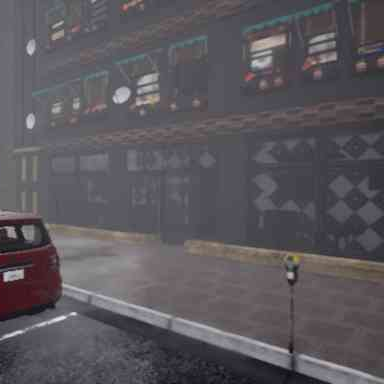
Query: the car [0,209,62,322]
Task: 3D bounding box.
[{"bbox_3d":[-4.426,1.215,6.034,5.009,1.841,2.192,1,0,35],"label":"car"}]
